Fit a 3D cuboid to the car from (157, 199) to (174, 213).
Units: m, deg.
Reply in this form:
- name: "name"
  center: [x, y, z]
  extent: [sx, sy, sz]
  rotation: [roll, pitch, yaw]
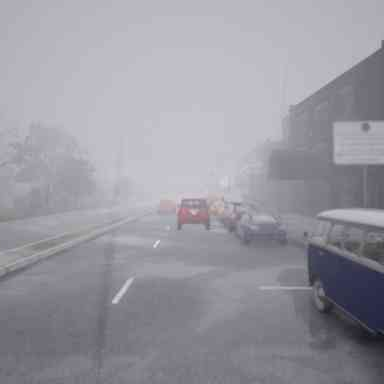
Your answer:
- name: "car"
  center: [-3.128, 1.700, 41.846]
  extent: [2.097, 1.767, 4.553]
  rotation: [0, 0, 0]

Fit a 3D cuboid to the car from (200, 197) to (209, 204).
- name: "car"
  center: [3.272, 2.208, 88.180]
  extent: [1.946, 1.575, 5.366]
  rotation: [0, 0, 0]

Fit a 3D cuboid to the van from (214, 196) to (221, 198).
- name: "van"
  center: [3.255, 1.712, 55.089]
  extent: [1.878, 1.987, 4.442]
  rotation: [0, 0, 0]

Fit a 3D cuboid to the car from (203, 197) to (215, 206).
- name: "car"
  center: [3.261, 1.902, 65.990]
  extent: [2.185, 1.767, 4.553]
  rotation: [0, 0, 0]

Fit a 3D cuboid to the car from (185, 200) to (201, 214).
- name: "car"
  center: [0.123, 1.824, 41.620]
  extent: [1.882, 1.535, 5.008]
  rotation: [0, -1, 0]

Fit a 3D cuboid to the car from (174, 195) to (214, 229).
- name: "car"
  center: [0.113, 1.417, 23.283]
  extent: [2.150, 2.045, 5.566]
  rotation: [0, 0, 0]

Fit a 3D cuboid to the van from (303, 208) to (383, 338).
- name: "van"
  center: [3.227, 1.299, 5.240]
  extent: [1.878, 1.987, 4.442]
  rotation: [0, 0, 0]

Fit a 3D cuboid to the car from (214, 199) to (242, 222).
- name: "car"
  center: [3.243, 1.754, 32.865]
  extent: [2.231, 1.521, 4.892]
  rotation: [0, 0, 0]

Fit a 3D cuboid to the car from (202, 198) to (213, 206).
- name: "car"
  center: [3.265, 2.113, 71.418]
  extent: [2.002, 1.452, 4.674]
  rotation: [0, 0, 0]

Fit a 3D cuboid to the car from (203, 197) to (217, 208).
- name: "car"
  center: [3.259, 1.856, 60.466]
  extent: [2.185, 1.767, 4.553]
  rotation: [0, 0, 0]

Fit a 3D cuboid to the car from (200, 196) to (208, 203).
- name: "car"
  center: [3.278, 2.130, 93.491]
  extent: [2.185, 1.767, 4.553]
  rotation: [0, 0, 0]

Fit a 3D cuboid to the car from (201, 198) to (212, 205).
- name: "car"
  center: [3.267, 2.119, 76.939]
  extent: [2.231, 1.521, 4.892]
  rotation: [0, 0, 0]

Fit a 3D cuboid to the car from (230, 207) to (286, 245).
- name: "car"
  center: [3.234, 1.655, 16.168]
  extent: [2.002, 1.452, 4.674]
  rotation: [0, 0, 0]
